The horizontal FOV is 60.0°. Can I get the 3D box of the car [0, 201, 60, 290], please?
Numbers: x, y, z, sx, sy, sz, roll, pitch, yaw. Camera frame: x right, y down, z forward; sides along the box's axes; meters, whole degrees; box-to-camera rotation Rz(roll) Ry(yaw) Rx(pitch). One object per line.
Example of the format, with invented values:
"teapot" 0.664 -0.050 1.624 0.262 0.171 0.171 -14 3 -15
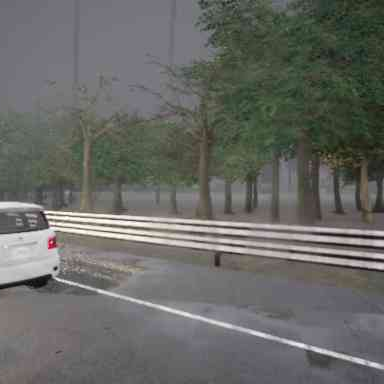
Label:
"car" -5.480 1.240 8.083 5.566 2.045 2.150 0 0 37
